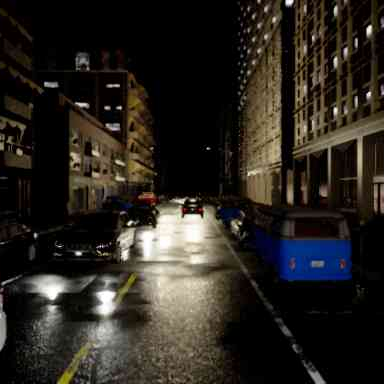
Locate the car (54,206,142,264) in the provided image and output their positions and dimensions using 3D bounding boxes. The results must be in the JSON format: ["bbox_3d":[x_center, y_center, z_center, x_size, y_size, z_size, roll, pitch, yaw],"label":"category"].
[{"bbox_3d":[-3.112,1.434,11.543,1.837,1.490,4.892,0,0,0],"label":"car"}]

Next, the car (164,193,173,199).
[{"bbox_3d":[-5.825,1.079,82.363,1.887,1.381,4.507,0,0,0],"label":"car"}]

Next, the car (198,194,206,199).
[{"bbox_3d":[2.554,1.115,82.377,1.802,1.307,4.206,0,0,0],"label":"car"}]

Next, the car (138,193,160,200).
[{"bbox_3d":[-5.760,1.061,42.822,2.192,1.841,5.009,0,0,0],"label":"car"}]

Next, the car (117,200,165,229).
[{"bbox_3d":[-3.033,1.439,20.514,1.994,1.385,4.181,0,0,0],"label":"car"}]

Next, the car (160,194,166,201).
[{"bbox_3d":[-5.778,1.248,54.121,1.947,1.339,4.313,0,0,0],"label":"car"}]

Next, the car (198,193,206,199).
[{"bbox_3d":[2.545,0.946,88.024,1.967,1.590,4.097,0,0,0],"label":"car"}]

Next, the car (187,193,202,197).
[{"bbox_3d":[0.026,1.234,45.845,1.837,1.490,4.892,0,1,0],"label":"car"}]

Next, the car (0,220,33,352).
[{"bbox_3d":[-3.097,1.214,1.334,2.150,2.045,5.566,0,0,1],"label":"car"}]

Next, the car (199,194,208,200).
[{"bbox_3d":[2.564,1.127,76.728,1.947,1.339,4.313,0,0,0],"label":"car"}]

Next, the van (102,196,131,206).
[{"bbox_3d":[-5.731,1.184,25.877,1.690,1.788,3.998,0,0,0],"label":"van"}]

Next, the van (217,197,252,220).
[{"bbox_3d":[2.659,1.216,20.242,1.690,1.788,3.998,0,0,0],"label":"van"}]

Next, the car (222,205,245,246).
[{"bbox_3d":[2.668,1.460,14.595,2.008,1.369,4.403,0,0,0],"label":"car"}]

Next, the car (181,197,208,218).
[{"bbox_3d":[0.047,1.377,28.055,2.033,1.411,5.357,0,0,0],"label":"car"}]

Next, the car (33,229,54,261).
[{"bbox_3d":[-5.703,1.496,8.933,2.008,1.369,4.403,0,0,0],"label":"car"}]

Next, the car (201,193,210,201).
[{"bbox_3d":[2.583,1.202,65.431,1.802,1.307,4.206,0,0,0],"label":"car"}]

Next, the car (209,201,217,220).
[{"bbox_3d":[2.649,1.408,25.892,1.947,1.339,4.313,0,0,0],"label":"car"}]

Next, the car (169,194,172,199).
[{"bbox_3d":[-5.806,1.118,70.896,1.752,1.417,4.829,0,0,0],"label":"car"}]

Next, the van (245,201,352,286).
[{"bbox_3d":[2.677,1.285,8.945,1.690,1.788,3.998,0,0,0],"label":"van"}]

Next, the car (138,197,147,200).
[{"bbox_3d":[-5.741,1.392,31.527,1.802,1.307,4.206,0,0,0],"label":"car"}]

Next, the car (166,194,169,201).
[{"bbox_3d":[-5.787,1.202,59.768,2.008,1.369,4.403,0,0,0],"label":"car"}]
